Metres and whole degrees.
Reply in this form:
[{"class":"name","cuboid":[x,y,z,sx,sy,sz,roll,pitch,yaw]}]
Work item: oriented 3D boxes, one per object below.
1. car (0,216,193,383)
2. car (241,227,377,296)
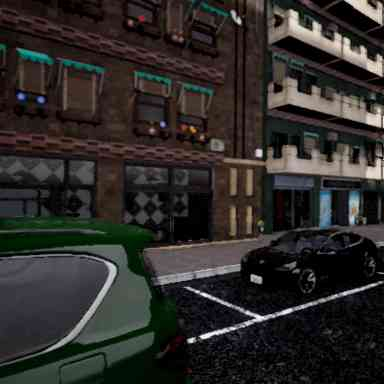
[{"class":"car","cuboid":[-2.579,1.207,1.539,5.566,2.045,2.150,1,0,-35]},{"class":"car","cuboid":[3.248,1.646,8.874,4.313,1.339,1.947,1,0,-35]}]
